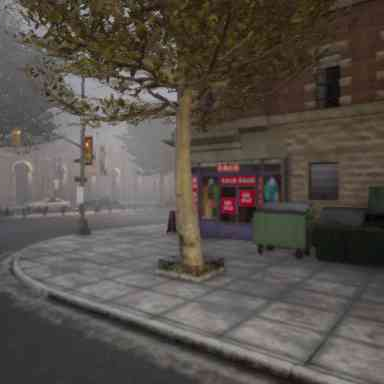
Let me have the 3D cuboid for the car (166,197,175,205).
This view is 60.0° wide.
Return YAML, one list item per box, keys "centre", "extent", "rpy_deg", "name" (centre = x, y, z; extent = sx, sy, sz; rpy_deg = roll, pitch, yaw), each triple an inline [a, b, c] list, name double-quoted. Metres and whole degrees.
- centre: [-2.189, 1.357, 48.763]
  extent: [1.994, 1.385, 4.181]
  rpy_deg: [0, 0, 36]
  name: "car"

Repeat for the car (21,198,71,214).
- centre: [-14.131, 1.320, 32.476]
  extent: [1.812, 1.442, 4.674]
  rpy_deg: [0, 0, 36]
  name: "car"

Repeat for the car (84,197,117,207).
- centre: [-12.674, 1.343, 45.732]
  extent: [1.895, 1.301, 4.718]
  rpy_deg: [0, 0, 36]
  name: "car"
